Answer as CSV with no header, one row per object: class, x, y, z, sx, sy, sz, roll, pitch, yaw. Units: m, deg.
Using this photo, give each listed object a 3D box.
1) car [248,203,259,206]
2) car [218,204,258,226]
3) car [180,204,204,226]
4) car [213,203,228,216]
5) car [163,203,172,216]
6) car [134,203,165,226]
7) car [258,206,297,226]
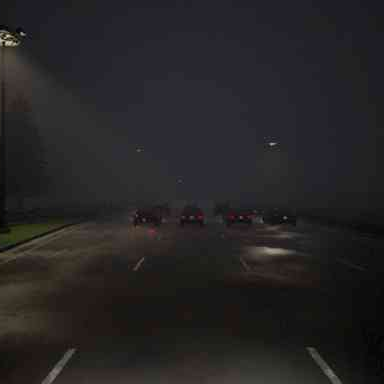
car,7.017,2.037,39.027,1.812,1.442,4.674,0,-1,0
car,3.495,1.892,26.245,2.033,1.411,5.357,0,-1,0
car,-0.005,1.892,26.244,2.033,1.411,5.357,0,-1,0
car,3.519,1.994,39.422,1.882,1.535,5.008,0,0,0
car,-3.487,1.999,38.702,2.128,1.511,4.902,0,-1,0
car,-3.505,1.875,26.660,1.812,1.442,4.674,0,-1,0
car,6.998,1.918,26.969,1.994,1.385,4.181,0,-1,0
